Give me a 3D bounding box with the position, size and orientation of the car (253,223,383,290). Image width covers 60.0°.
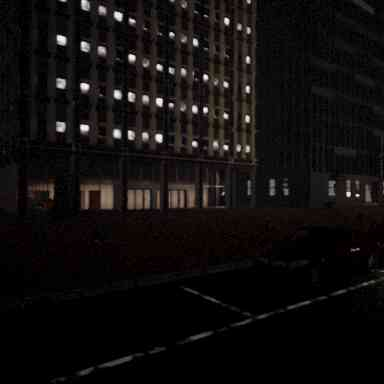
[{"bbox_3d":[3.554,1.587,9.088,4.206,1.307,1.802,0,0,-36],"label":"car"}]
